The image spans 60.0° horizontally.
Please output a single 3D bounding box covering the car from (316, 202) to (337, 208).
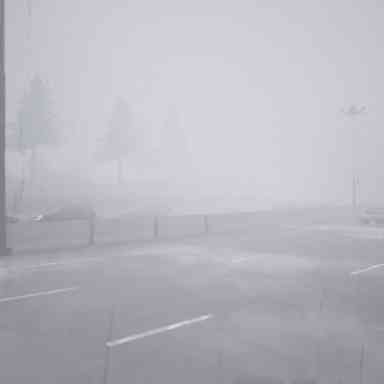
[{"bbox_3d":[18.850,2.036,46.523,1.994,1.385,4.181,-1,-1,38],"label":"car"}]

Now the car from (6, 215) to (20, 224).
[{"bbox_3d":[-11.601,1.797,17.293,4.892,1.490,1.837,0,-1,-36],"label":"car"}]

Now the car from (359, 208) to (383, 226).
[{"bbox_3d":[14.115,1.828,24.663,1.895,1.301,4.718,-1,-1,45],"label":"car"}]

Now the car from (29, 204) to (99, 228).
[{"bbox_3d":[-9.011,1.707,23.583,4.553,1.767,2.097,0,-1,-38],"label":"car"}]

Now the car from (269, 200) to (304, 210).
[{"bbox_3d":[12.717,1.961,44.450,1.882,1.535,5.008,-1,-1,41],"label":"car"}]

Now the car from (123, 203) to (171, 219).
[{"bbox_3d":[-4.493,1.994,31.840,4.181,1.385,1.994,0,-1,-41],"label":"car"}]

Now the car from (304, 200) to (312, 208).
[{"bbox_3d":[21.000,2.155,61.794,2.128,1.511,4.902,-1,-1,32],"label":"car"}]

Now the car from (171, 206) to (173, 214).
[{"bbox_3d":[-4.270,1.996,36.748,4.892,1.490,1.837,1,-1,-43],"label":"car"}]

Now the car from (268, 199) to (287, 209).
[{"bbox_3d":[15.319,2.155,59.450,1.837,1.490,4.892,0,1,35],"label":"car"}]
